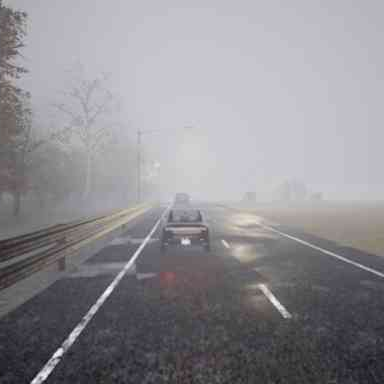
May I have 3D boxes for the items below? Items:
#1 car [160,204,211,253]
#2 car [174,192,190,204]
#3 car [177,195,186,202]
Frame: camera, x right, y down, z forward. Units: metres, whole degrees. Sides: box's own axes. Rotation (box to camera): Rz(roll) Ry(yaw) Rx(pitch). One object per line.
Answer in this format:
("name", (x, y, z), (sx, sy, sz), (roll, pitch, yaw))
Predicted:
("car", (-0.292, 1.473, 13.698), (2.128, 1.511, 4.902), (0, 0, -2))
("car", (-1.447, 1.143, 47.714), (2.150, 2.045, 5.566), (0, 0, -2))
("car", (-2.360, 1.453, 74.642), (1.895, 1.301, 4.718), (0, 0, -2))
